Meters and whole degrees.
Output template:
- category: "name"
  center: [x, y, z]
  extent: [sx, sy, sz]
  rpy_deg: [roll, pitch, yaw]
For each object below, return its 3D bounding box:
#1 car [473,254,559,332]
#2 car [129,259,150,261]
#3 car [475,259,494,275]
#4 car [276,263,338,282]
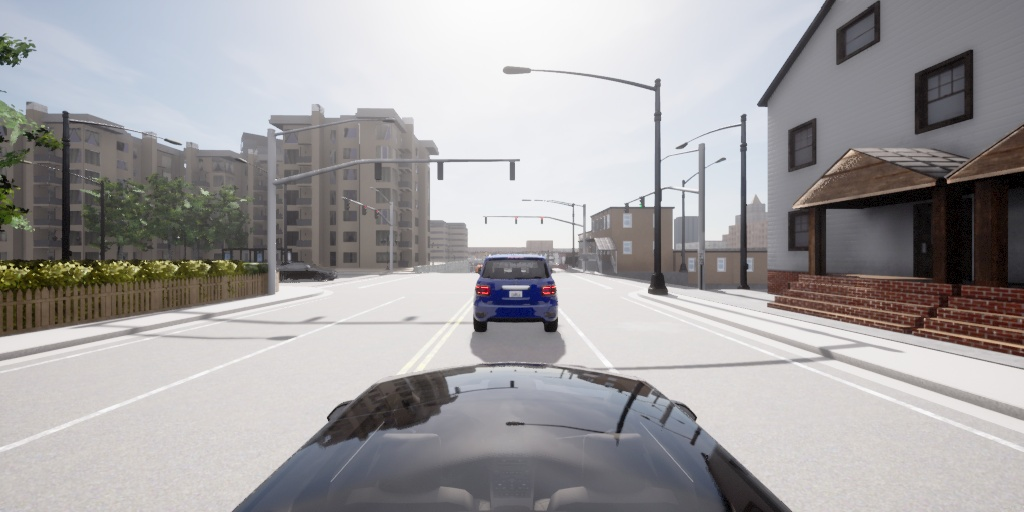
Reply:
- category: "car"
  center: [0.102, 0.971, 10.959]
  extent: [2.150, 2.045, 5.566]
  rpy_deg: [0, 0, 0]
- category: "car"
  center: [-28.789, 1.101, 28.290]
  extent: [4.553, 1.767, 2.097]
  rpy_deg: [0, 0, 1]
- category: "car"
  center: [-3.552, 1.506, 46.980]
  extent: [2.097, 1.767, 4.553]
  rpy_deg: [1, -5, 0]
- category: "car"
  center: [-16.175, 1.276, 28.090]
  extent: [4.674, 1.442, 1.812]
  rpy_deg: [0, 0, 1]
